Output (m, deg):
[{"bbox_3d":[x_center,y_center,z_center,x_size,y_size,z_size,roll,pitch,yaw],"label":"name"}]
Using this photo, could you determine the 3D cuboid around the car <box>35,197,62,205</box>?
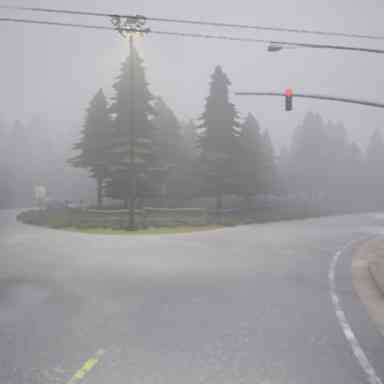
[{"bbox_3d":[-20.157,1.395,47.090,1.812,1.442,4.674,0,0,10],"label":"car"}]
